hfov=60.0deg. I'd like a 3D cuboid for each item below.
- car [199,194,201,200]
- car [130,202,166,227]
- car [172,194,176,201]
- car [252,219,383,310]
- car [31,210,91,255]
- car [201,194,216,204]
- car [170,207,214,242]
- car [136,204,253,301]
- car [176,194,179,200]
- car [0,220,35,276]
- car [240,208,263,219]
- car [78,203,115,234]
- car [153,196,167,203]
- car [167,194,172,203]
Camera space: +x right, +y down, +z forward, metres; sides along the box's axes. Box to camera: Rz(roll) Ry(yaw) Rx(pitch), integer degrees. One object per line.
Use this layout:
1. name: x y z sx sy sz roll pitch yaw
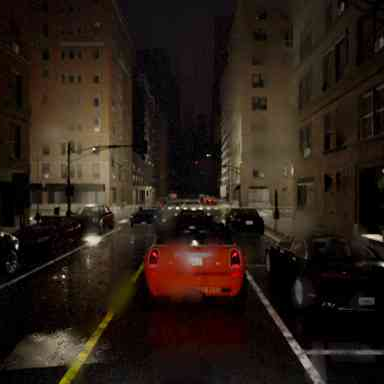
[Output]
1. car: 2.943 1.577 66.536 2.008 1.369 4.403 0 0 0
2. car: -2.987 1.600 22.765 1.895 1.301 4.718 0 0 0
3. car: -5.545 1.589 82.608 1.752 1.417 4.829 0 0 0
4. car: 2.861 1.547 7.625 2.008 1.369 4.403 0 0 0
5. car: -5.662 1.576 13.131 1.802 1.307 4.206 0 0 0
6. car: 2.918 1.451 55.718 1.967 1.590 4.097 0 0 0
7. car: 0.013 1.557 17.145 1.994 1.385 4.181 0 0 0
8. car: 0.068 1.348 8.491 2.097 1.767 4.553 0 0 0
9. car: -5.521 1.416 93.595 2.192 1.841 5.009 0 0 0
10. car: -5.664 1.562 7.629 1.947 1.339 4.313 0 0 0
11. car: 2.866 1.558 18.628 1.947 1.339 4.313 0 0 0
12. car: -5.660 1.432 18.632 1.967 1.590 4.097 0 0 0
13. car: -5.607 1.593 55.735 1.802 1.307 4.206 0 0 0
14. car: -5.581 1.577 66.552 2.008 1.369 4.403 0 0 0
